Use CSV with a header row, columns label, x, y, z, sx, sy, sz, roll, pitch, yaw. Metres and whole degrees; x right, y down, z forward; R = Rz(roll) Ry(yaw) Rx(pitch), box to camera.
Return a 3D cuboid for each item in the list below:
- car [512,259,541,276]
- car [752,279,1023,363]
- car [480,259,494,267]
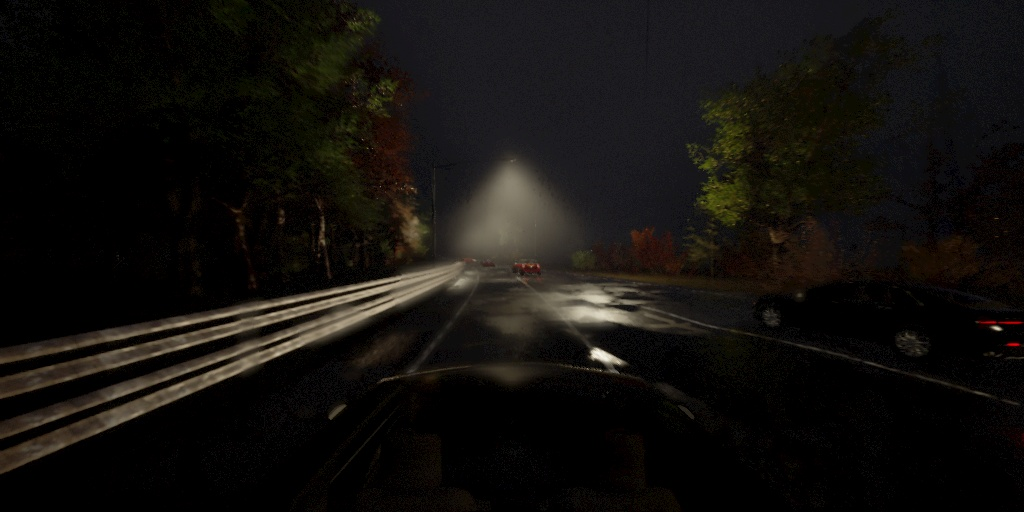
label,x,y,z,sx,sy,sz,roll,pitch,yaw
car,1.416,1.078,37.488,2.097,1.767,4.553,0,0,-13
car,8.152,1.286,8.349,1.837,1.490,4.892,1,0,-13
car,-4.311,1.226,62.341,1.994,1.385,4.181,0,0,-13
